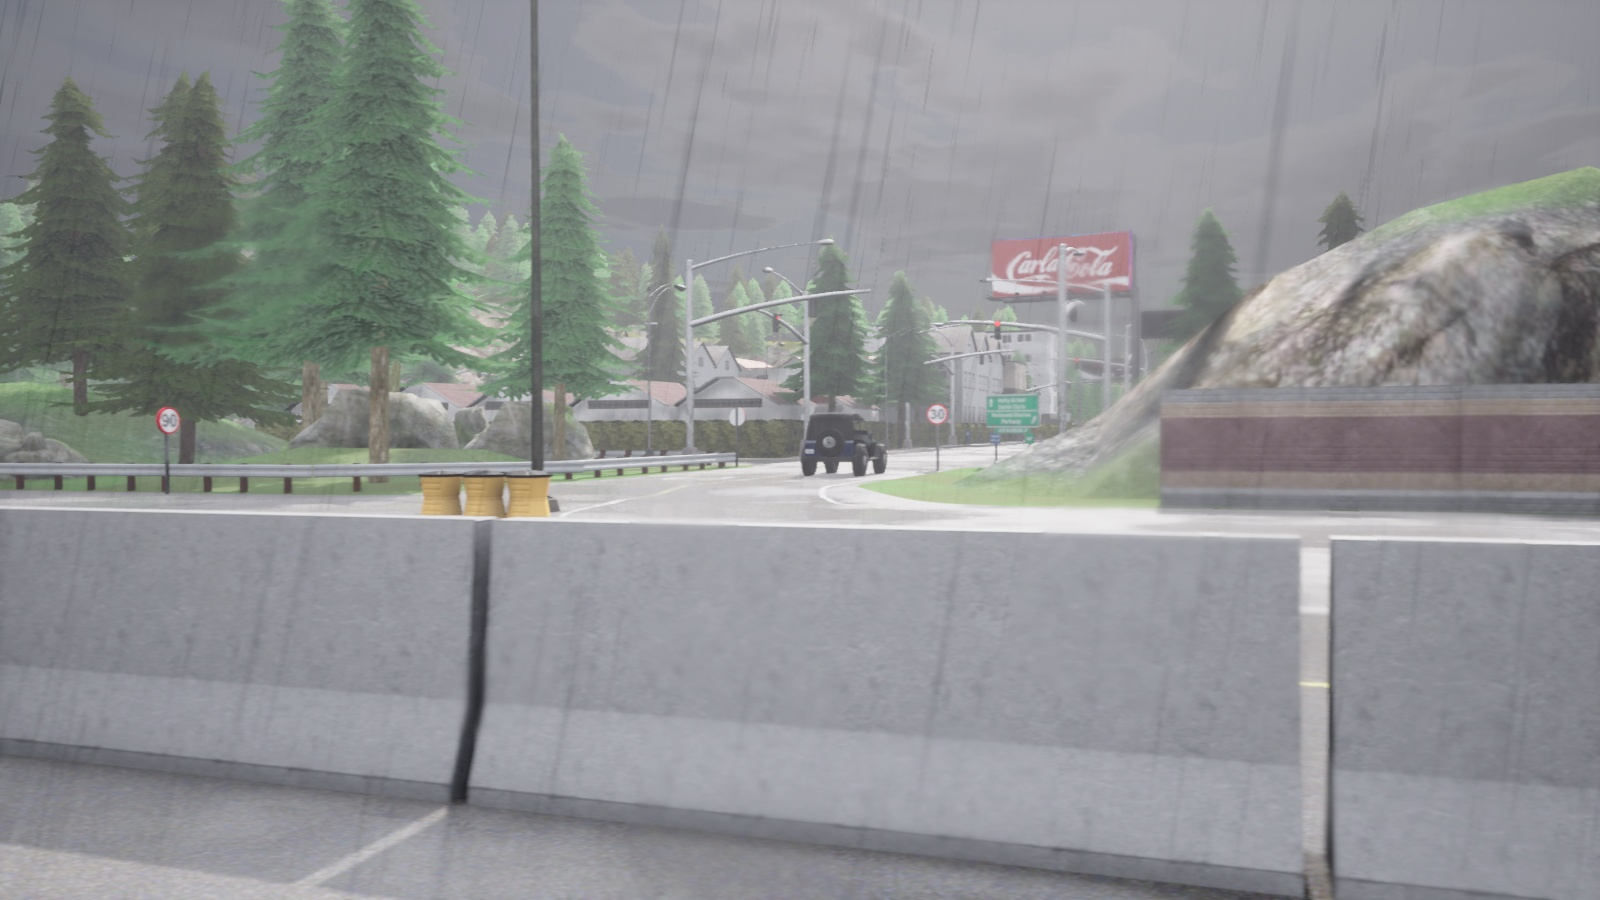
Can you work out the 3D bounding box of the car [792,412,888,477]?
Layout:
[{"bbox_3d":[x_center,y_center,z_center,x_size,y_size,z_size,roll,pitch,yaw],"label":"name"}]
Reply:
[{"bbox_3d":[1.272,-0.181,38.187,1.905,1.878,3.866,1,1,18],"label":"car"}]
